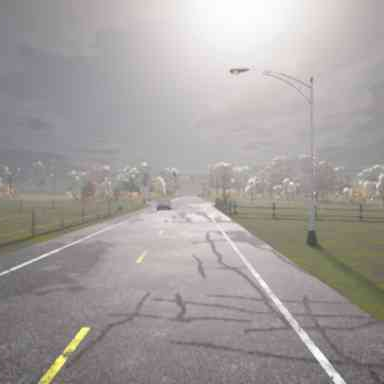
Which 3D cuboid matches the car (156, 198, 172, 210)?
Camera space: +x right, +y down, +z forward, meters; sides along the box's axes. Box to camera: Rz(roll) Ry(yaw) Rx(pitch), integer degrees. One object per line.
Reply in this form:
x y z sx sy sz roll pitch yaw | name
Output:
-3.576 1.583 43.421 1.837 1.490 4.892 0 -1 0 | car
